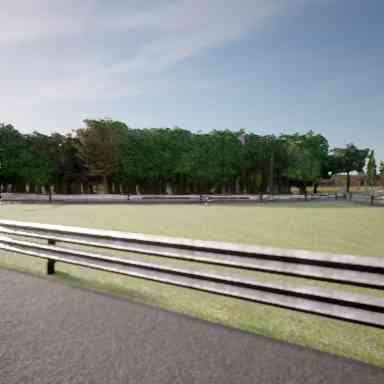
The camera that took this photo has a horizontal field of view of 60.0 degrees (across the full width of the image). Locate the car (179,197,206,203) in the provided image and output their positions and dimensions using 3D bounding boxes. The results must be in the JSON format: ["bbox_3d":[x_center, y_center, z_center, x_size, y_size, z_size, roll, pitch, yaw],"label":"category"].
[{"bbox_3d":[0.118,1.082,52.107,4.181,1.385,1.994,0,0,-16],"label":"car"}]
